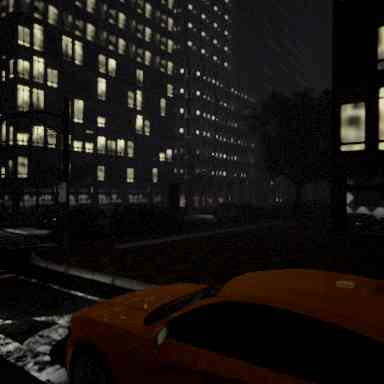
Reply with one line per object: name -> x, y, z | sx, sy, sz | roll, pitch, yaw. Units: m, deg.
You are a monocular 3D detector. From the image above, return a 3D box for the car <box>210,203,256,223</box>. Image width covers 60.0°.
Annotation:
car -> 3.830, 2.022, 31.145 | 1.752, 1.417, 4.829 | 0, -1, 38

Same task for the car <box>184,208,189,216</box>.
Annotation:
car -> -2.509, 1.951, 32.403 | 2.033, 1.411, 5.357 | 1, 0, 38

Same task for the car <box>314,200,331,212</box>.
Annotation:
car -> 20.965, 2.142, 53.331 | 2.192, 1.841, 5.009 | 0, -1, 38

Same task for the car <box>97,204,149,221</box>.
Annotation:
car -> -6.460, 1.866, 31.533 | 1.752, 1.417, 4.829 | 0, -1, 38

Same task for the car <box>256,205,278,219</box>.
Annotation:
car -> 7.173, 2.144, 35.474 | 1.802, 1.307, 4.206 | 0, -1, 38

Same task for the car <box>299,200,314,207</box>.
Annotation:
car -> 24.660, 2.519, 71.824 | 1.802, 1.307, 4.206 | 0, -1, 38

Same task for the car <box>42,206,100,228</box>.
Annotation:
car -> -8.534, 1.791, 24.660 | 1.837, 1.490, 4.892 | 1, 0, 39

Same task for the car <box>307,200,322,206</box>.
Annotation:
car -> 28.106, 2.552, 76.286 | 2.008, 1.369, 4.403 | 0, -1, 38

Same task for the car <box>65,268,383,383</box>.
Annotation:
car -> 0.832, 1.495, 3.075 | 5.008, 1.535, 1.882 | 0, 0, 37

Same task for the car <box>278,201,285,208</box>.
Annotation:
car -> 17.664, 2.331, 62.766 | 1.752, 1.417, 4.829 | 0, -1, 38

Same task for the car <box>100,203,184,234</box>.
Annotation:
car -> -3.167, 1.674, 22.085 | 2.192, 1.841, 5.009 | 0, -1, 38

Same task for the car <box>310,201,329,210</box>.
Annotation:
car -> 23.288, 2.361, 60.566 | 1.882, 1.535, 5.008 | 1, 0, 38

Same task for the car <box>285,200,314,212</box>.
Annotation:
car -> 16.999, 2.242, 52.421 | 1.882, 1.535, 5.008 | 1, 0, 38
